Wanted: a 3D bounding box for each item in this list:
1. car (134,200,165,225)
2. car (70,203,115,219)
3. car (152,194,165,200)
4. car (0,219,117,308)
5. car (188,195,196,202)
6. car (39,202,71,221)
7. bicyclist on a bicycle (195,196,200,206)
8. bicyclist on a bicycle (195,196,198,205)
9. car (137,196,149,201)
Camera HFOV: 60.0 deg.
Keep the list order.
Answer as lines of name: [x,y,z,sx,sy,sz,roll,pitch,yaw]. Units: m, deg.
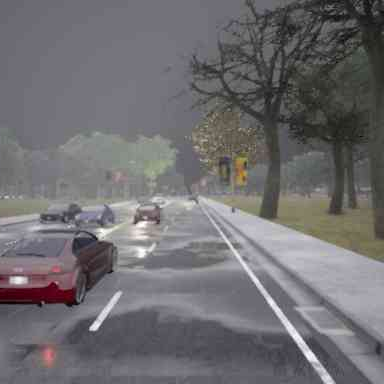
car: [-3.146,1.573,24.690,1.812,1.442,4.674,0,0,0]
car: [-6.594,1.569,23.132,1.812,1.442,4.674,0,0,0]
car: [-6.505,1.367,64.699,2.150,2.045,5.566,0,0,0]
car: [-3.149,1.577,8.046,1.994,1.385,4.181,0,0,0]
car: [0.010,1.644,83.361,1.837,1.490,4.892,0,0,0]
car: [-9.843,1.526,25.378,1.882,1.535,5.008,0,0,0]
bicyclist on a bicycle: [0.897,1.553,56.045,0.866,1.612,1.509,0,0,0]
bicyclist on a bicycle: [0.902,1.590,64.258,0.582,1.620,1.656,0,-1,0]
car: [-9.746,1.635,66.464,1.837,1.490,4.892,0,0,0]
